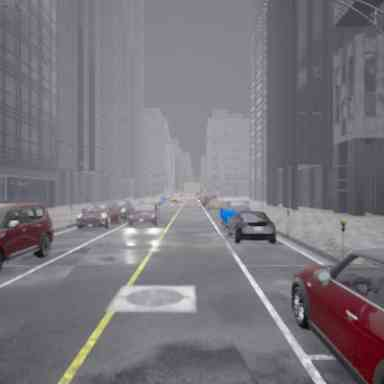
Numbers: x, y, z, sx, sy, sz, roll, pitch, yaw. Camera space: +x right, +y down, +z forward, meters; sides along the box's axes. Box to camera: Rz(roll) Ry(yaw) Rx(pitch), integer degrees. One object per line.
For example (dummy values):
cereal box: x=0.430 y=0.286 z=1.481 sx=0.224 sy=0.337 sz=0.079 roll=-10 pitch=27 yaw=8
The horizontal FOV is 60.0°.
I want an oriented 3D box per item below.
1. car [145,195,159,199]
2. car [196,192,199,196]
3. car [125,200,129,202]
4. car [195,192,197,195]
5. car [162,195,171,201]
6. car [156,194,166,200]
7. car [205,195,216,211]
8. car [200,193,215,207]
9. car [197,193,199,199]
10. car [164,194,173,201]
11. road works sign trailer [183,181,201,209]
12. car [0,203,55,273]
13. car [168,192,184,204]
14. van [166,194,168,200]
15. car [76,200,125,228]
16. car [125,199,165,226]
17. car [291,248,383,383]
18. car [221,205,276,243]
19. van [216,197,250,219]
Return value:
car: x=-5.864 y=1.434 z=43.501 sx=1.752 sy=1.417 sz=4.829 roll=0 pitch=0 yaw=1
car: x=2.673 y=1.273 z=83.160 sx=1.967 sy=1.590 sz=4.097 roll=0 pitch=0 yaw=0
car: x=-5.858 y=1.368 z=26.785 sx=1.967 sy=1.590 sz=4.097 roll=0 pitch=0 yaw=0
car: x=2.674 y=1.344 z=94.439 sx=1.887 sy=1.381 sz=4.507 roll=0 pitch=0 yaw=0
car: x=-5.853 y=1.432 z=77.545 sx=1.802 sy=1.307 sz=4.206 roll=0 pitch=0 yaw=0
car: x=-5.857 y=1.423 z=54.814 sx=1.752 sy=1.417 sz=4.829 roll=0 pitch=0 yaw=0
car: x=2.669 y=1.439 z=38.255 sx=1.752 sy=1.417 sz=4.829 roll=0 pitch=0 yaw=1
car: x=2.669 y=1.219 z=49.322 sx=2.192 sy=1.841 sz=5.009 roll=0 pitch=0 yaw=0
car: x=2.672 y=1.415 z=71.882 sx=2.008 sy=1.369 sz=4.403 roll=0 pitch=0 yaw=0
car: x=-5.853 y=1.274 z=83.186 sx=1.967 sy=1.590 sz=4.097 roll=0 pitch=0 yaw=0
road works sign trailer: x=0.003 y=0.373 z=43.787 sx=2.380 sy=3.560 sz=2.880 roll=0 pitch=0 yaw=0
car: x=-5.858 y=1.283 z=9.866 sx=2.192 sy=1.841 sz=5.009 roll=0 pitch=0 yaw=0
car: x=-3.026 y=1.362 z=63.017 sx=1.882 sy=1.535 sz=5.008 roll=0 pitch=0 yaw=1
van: x=-5.856 y=1.231 z=60.626 sx=1.690 sy=1.788 sz=3.998 roll=0 pitch=0 yaw=0
car: x=-5.858 y=1.379 z=21.146 sx=1.967 sy=1.590 sz=4.097 roll=0 pitch=0 yaw=0
car: x=-3.100 y=1.460 z=22.654 sx=1.812 sy=1.442 sz=4.674 roll=0 pitch=0 yaw=0
car: x=2.667 y=1.426 z=4.213 sx=1.967 sy=1.590 sz=4.097 roll=0 pitch=0 yaw=0
car: x=2.667 y=1.517 z=15.492 sx=1.947 sy=1.339 sz=4.313 roll=0 pitch=0 yaw=0
van: x=2.667 y=1.279 z=21.130 sx=1.690 sy=1.788 sz=3.998 roll=0 pitch=0 yaw=0
